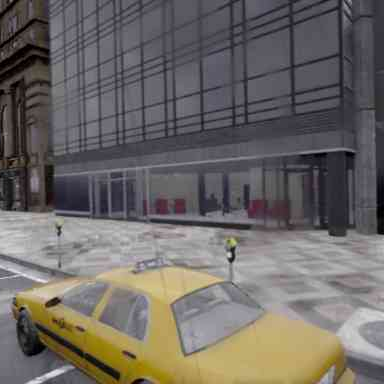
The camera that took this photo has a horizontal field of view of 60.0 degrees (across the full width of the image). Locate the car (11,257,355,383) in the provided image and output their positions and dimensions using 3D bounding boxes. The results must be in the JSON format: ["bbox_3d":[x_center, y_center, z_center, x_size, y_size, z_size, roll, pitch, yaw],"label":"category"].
[{"bbox_3d":[-0.694,1.494,4.153,4.829,1.417,1.752,0,1,42],"label":"car"}]
